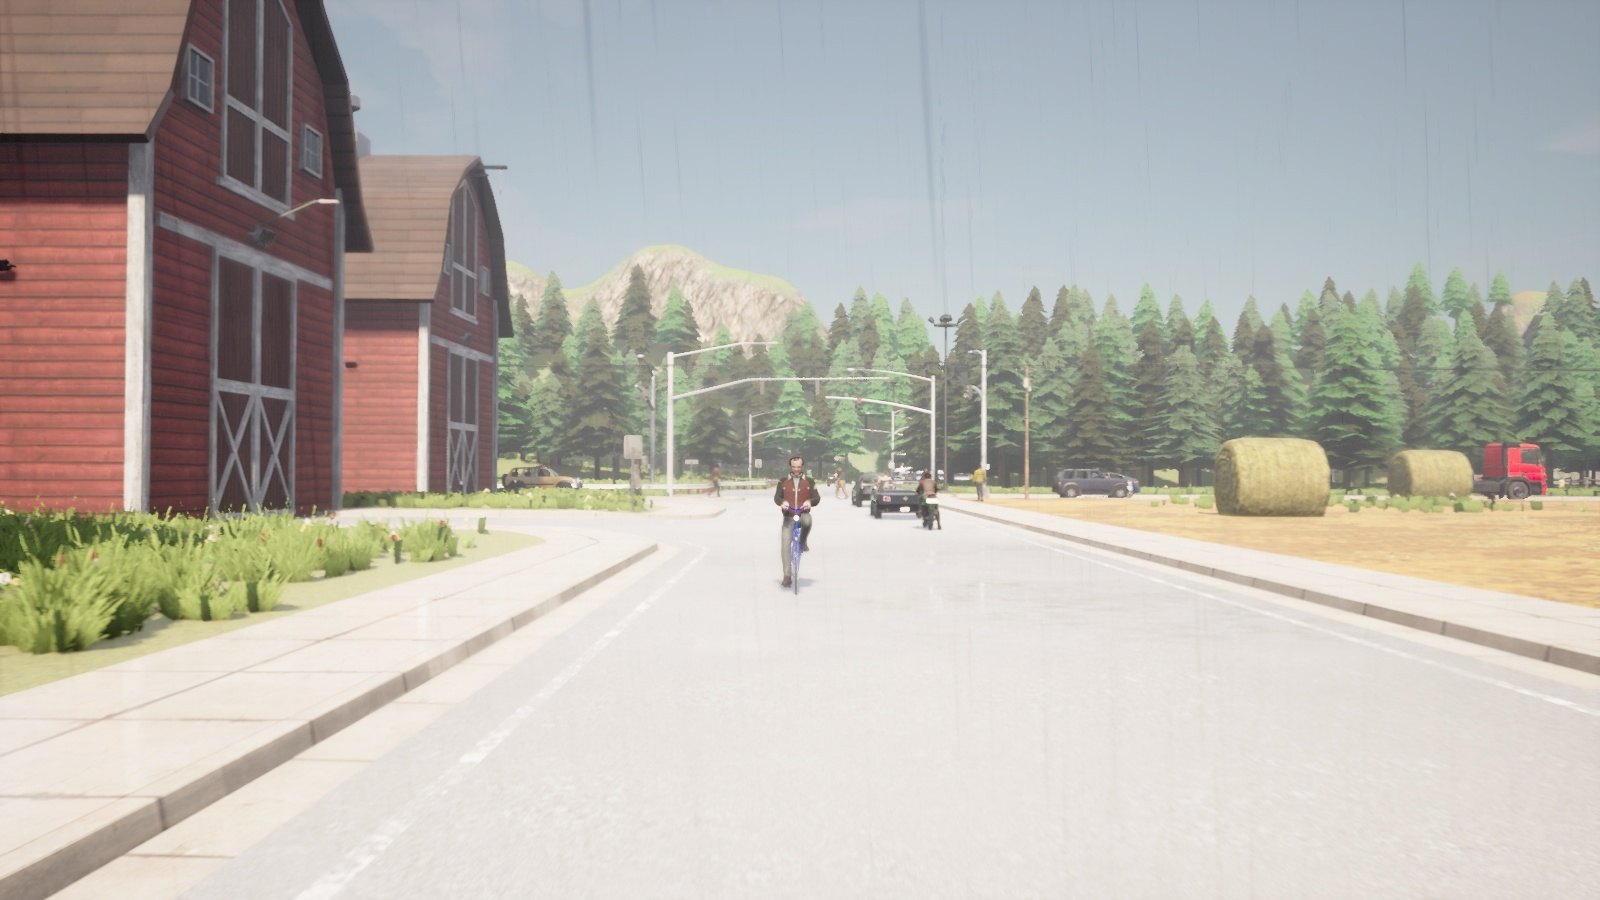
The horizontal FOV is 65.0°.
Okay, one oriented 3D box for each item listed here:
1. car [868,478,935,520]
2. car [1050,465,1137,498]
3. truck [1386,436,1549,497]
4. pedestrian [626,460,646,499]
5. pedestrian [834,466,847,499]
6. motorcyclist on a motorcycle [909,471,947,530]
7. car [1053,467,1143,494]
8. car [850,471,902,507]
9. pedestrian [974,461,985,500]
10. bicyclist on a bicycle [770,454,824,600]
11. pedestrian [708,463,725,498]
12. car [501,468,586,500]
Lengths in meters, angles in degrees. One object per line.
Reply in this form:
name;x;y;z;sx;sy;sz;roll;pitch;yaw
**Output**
car;3.395;1.628;42.612;1.895;1.301;4.718;0;-1;0
car;17.159;1.843;73.590;4.605;1.855;1.932;0;-1;1
truck;38.859;0.951;73.275;7.936;3.462;2.891;0;-1;1
pedestrian;-8.273;1.468;63.429;0.873;1.952;0.659;0;-1;-20
pedestrian;2.241;1.791;69.445;0.694;1.848;0.540;0;-1;2
motorcyclist on a motorcycle;3.421;1.334;33.616;0.797;1.523;2.044;0;-1;0
car;18.275;1.860;77.083;5.027;1.651;2.152;0;-1;1
car;3.364;1.705;56.392;2.007;1.525;4.514;0;-1;0
pedestrian;8.646;1.471;60.425;0.431;1.840;0.709;0;-1;0
bicyclist on a bicycle;-0.040;0.963;16.281;0.659;1.776;1.843;0;-1;0
pedestrian;-4.356;1.602;65.541;0.869;1.805;0.328;0;-1;-33
car;-15.088;1.981;74.104;4.605;1.855;1.932;0;-1;1
